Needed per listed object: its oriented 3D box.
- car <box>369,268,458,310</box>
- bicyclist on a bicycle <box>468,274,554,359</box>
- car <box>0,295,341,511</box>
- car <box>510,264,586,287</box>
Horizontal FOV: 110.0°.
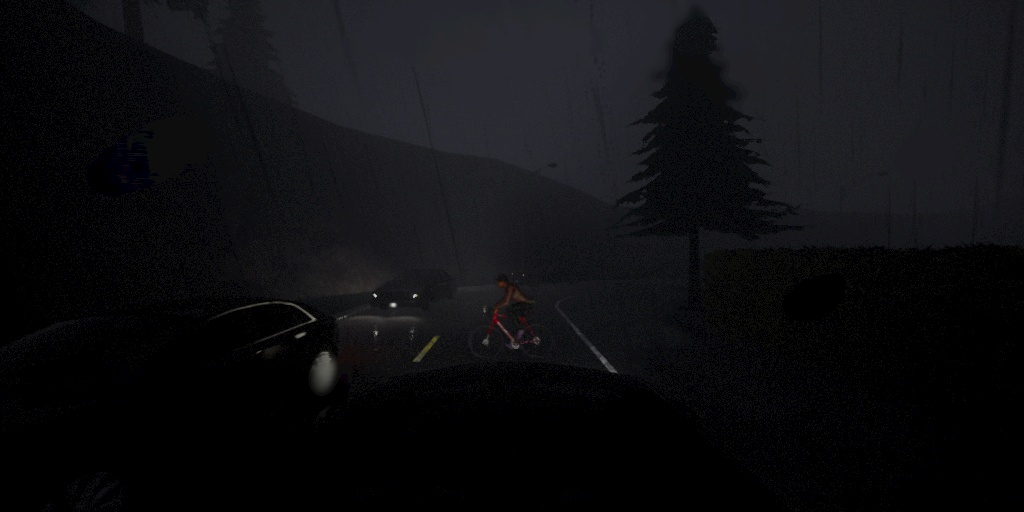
[{"bbox_3d":[-3.612,1.198,14.391,2.033,1.411,5.357,0,0,6],"label":"car"},{"bbox_3d":[-0.020,1.163,6.810,1.656,1.620,0.582,-1,0,-1],"label":"bicyclist on a bicycle"},{"bbox_3d":[-3.577,1.242,3.685,1.837,1.490,4.892,0,0,0],"label":"car"},{"bbox_3d":[2.258,1.186,22.583,4.718,1.301,1.895,0,1,-27],"label":"car"}]
